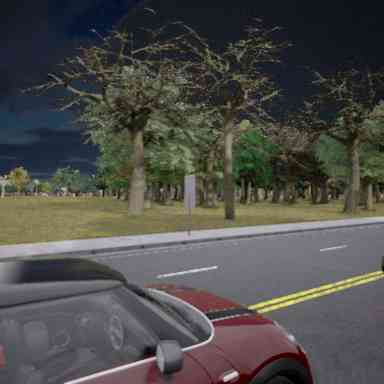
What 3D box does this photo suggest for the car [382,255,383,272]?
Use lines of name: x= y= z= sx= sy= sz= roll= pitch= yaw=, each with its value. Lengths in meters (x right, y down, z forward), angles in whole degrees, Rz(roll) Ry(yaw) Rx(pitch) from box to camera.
car: x=6.750 y=1.658 z=8.240 sx=4.718 sy=1.301 sz=1.895 roll=0 pitch=0 yaw=-35

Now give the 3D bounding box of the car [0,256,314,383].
car: x=-1.064 y=1.354 z=2.680 sx=4.553 sy=1.767 sz=2.097 roll=0 pitch=0 yaw=-35
